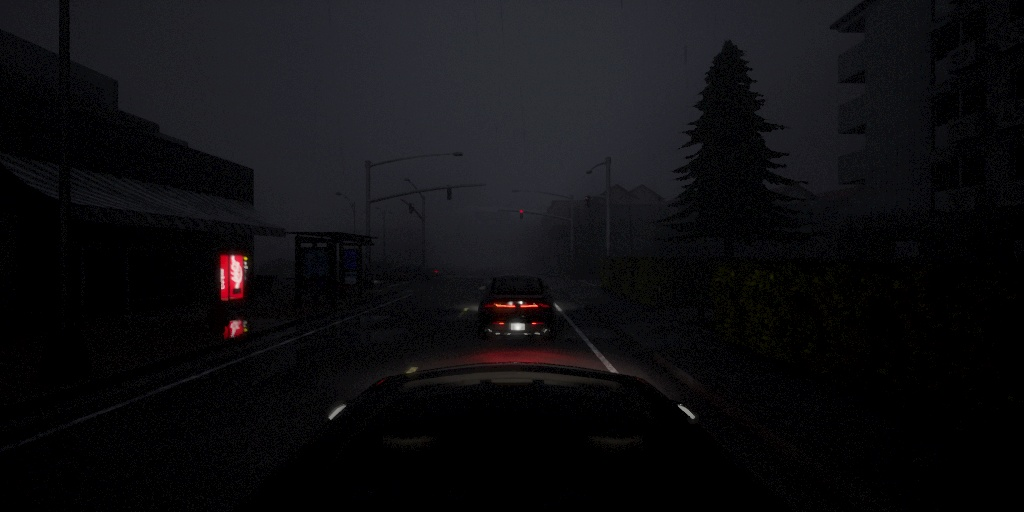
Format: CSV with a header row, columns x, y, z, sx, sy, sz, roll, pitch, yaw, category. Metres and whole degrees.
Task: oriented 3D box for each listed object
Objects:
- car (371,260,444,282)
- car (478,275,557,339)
x,y,z,sx,sy,sz,roll,pitch,yaw,category
-8.776,1.422,30.564,5.357,1.411,2.033,-2,0,0,car
0.118,1.255,10.038,1.837,1.490,4.892,0,0,0,car
